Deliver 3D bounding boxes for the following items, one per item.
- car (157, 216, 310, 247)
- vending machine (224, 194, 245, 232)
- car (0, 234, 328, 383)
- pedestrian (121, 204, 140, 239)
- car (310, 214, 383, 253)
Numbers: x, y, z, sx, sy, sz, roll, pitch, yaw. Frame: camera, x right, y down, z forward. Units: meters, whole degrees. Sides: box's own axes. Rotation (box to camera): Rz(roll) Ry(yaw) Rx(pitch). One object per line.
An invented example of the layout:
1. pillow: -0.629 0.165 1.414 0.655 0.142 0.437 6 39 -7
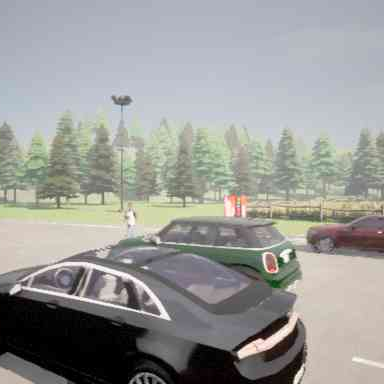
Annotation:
1. car: 0.108 1.352 7.797 4.553 1.767 2.097 0 0 33
2. vending machine: 2.499 1.195 19.379 0.880 2.100 1.100 0 0 30
3. car: -1.041 1.491 4.415 4.902 1.511 2.128 0 0 33
4. pedestrian: -2.389 1.294 12.872 0.375 1.860 0.375 0 0 29
5. car: 6.569 1.525 11.943 4.674 1.442 1.812 0 0 34
